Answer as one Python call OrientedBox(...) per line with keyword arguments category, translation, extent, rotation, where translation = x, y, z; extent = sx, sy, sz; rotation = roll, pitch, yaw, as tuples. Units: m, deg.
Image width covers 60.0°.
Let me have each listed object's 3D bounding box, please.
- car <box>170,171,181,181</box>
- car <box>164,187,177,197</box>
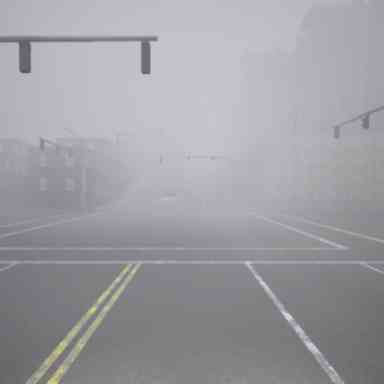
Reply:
OrientedBox(category="car", translation=(-3.510, -3.557, 71.165), extent=(2.097, 1.767, 4.553), rotation=(0, 13, 0))
OrientedBox(category="car", translation=(-3.563, -0.069, 55.212), extent=(1.994, 1.385, 4.181), rotation=(0, 9, 0))
